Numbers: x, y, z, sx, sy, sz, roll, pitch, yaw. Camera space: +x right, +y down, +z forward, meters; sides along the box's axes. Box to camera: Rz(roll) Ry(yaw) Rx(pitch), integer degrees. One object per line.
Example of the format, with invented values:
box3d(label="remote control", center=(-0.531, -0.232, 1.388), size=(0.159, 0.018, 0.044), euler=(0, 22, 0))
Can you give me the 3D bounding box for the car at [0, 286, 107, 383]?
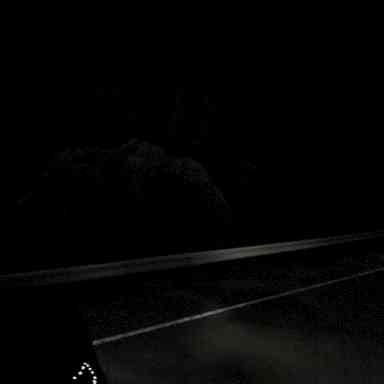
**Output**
box3d(label="car", center=(-3.188, 1.205, 1.475), size=(5.566, 2.045, 2.150), euler=(1, 0, -35))
